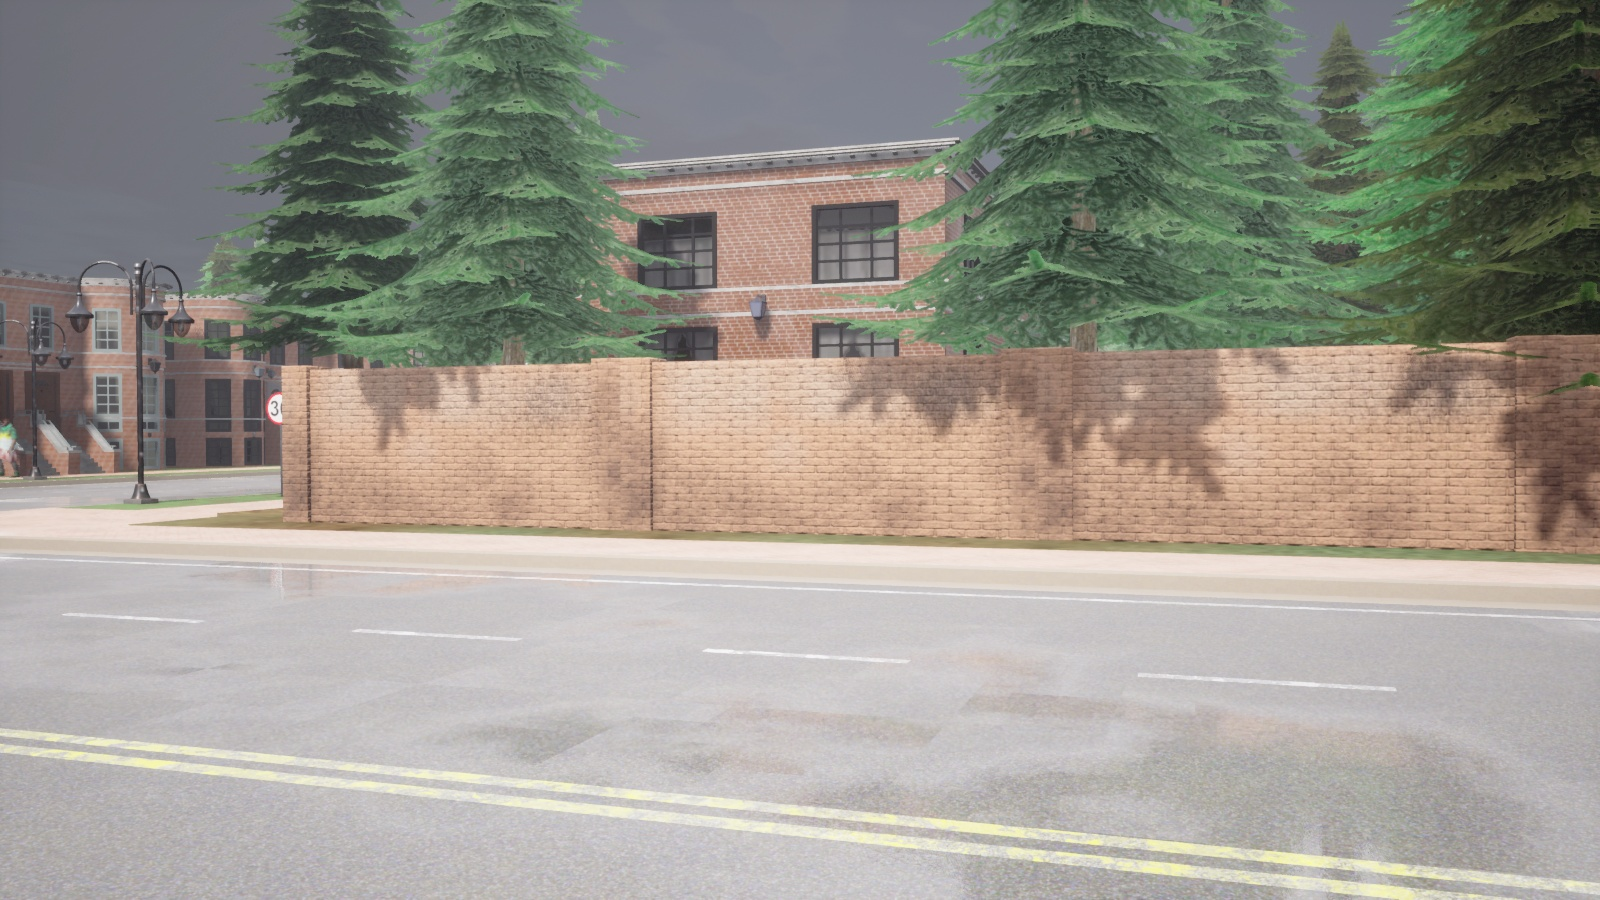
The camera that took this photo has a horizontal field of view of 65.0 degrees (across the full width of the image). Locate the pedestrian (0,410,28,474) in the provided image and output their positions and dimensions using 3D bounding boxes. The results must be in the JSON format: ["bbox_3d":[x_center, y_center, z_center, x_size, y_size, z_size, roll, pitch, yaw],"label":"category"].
[{"bbox_3d":[-24.303,-0.252,38.489,0.659,1.952,0.873,1,1,25],"label":"pedestrian"}]
